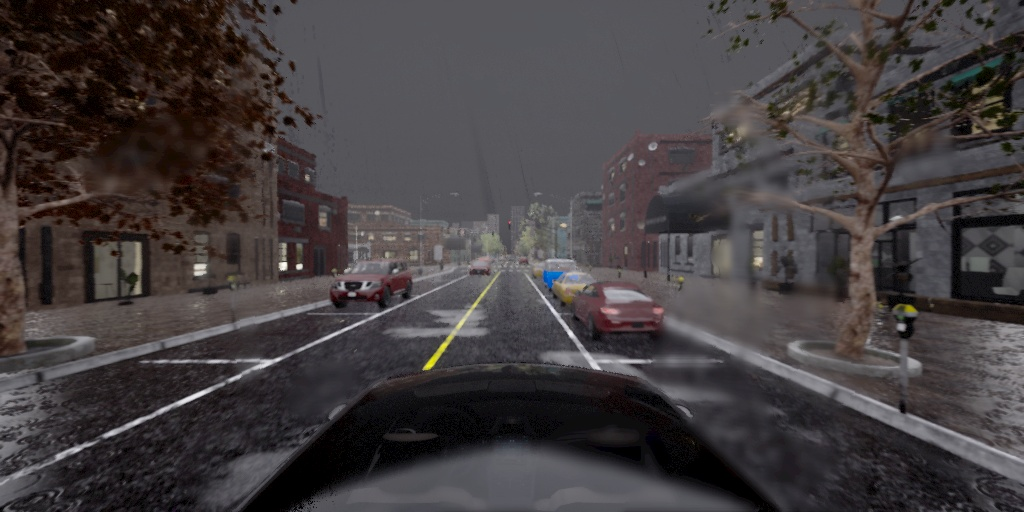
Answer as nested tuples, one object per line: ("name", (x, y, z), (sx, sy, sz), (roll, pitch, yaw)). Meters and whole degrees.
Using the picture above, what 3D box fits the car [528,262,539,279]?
("car", (2.699, 1.243, 32.089), (1.751, 1.417, 4.829), (0, 0, 0))

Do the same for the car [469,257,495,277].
("car", (-3.070, 1.192, 35.566), (1.882, 1.535, 5.008), (0, 0, 0))

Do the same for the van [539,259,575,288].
("van", (2.697, 1.070, 20.822), (1.690, 1.789, 3.998), (0, 0, 0))

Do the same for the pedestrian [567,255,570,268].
("pedestrian", (7.141, 0.837, 45.395), (0.375, 1.860, 0.375), (-1, 1, 0))

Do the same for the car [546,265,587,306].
("car", (2.696, 1.261, 15.443), (1.751, 1.417, 4.829), (0, 0, 0))

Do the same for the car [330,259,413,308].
("car", (-5.685, 1.051, 15.272), (2.192, 1.841, 5.009), (0, 0, 0))

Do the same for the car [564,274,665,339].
("car", (2.695, 1.323, 9.725), (1.802, 1.307, 4.207), (0, 0, 0))
